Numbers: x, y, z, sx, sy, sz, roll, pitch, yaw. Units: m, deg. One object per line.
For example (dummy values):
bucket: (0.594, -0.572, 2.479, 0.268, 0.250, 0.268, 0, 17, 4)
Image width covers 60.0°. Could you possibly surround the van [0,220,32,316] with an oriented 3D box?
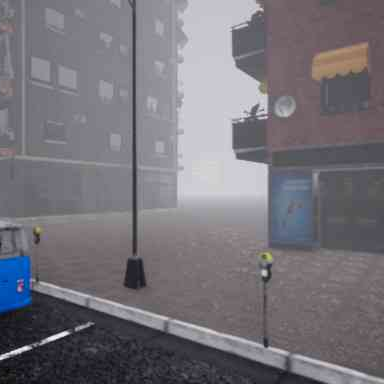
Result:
van: (-4.691, 1.341, 6.221, 3.998, 1.788, 1.690, 0, 0, 35)
